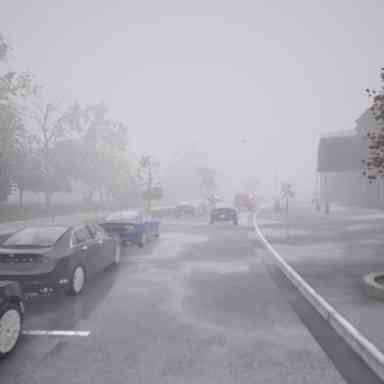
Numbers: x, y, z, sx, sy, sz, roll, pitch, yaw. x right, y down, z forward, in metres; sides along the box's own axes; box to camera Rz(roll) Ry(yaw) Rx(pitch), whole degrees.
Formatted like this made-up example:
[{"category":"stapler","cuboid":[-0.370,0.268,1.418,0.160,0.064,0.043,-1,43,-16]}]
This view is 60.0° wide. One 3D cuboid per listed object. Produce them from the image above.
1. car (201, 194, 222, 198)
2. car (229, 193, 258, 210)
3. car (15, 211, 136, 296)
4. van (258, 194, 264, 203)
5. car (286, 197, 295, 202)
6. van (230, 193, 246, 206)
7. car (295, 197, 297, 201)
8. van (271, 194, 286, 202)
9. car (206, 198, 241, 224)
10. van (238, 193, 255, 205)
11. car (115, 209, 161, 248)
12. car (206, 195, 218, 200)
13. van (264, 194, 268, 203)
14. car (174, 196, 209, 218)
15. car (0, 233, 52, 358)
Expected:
[{"category":"car","cuboid":[2.439,1.253,41.733,2.435,2.045,5.566,-3,-1,16]},{"category":"car","cuboid":[6.597,1.202,42.121,2.150,2.045,5.566,-1,0,17]},{"category":"car","cuboid":[-3.258,1.491,8.692,2.231,1.521,4.892,0,0,4]},{"category":"van","cuboid":[12.685,1.370,67.799,1.878,1.987,4.442,-3,-1,26]},{"category":"car","cuboid":[24.100,1.511,86.898,2.435,2.045,5.566,-3,-1,33]},{"category":"van","cuboid":[8.018,1.315,57.635,1.878,1.987,4.442,-3,-1,20]},{"category":"car","cuboid":[27.384,1.839,91.385,2.002,1.452,4.674,-3,-1,37]},{"category":"van","cuboid":[21.017,1.493,82.339,1.878,1.987,4.442,-3,-1,31]},{"category":"car","cuboid":[2.472,1.472,24.793,1.882,1.535,5.008,0,0,9]},{"category":"van","cuboid":[10.264,1.340,62.759,1.878,1.987,4.442,-3,-1,25]},{"category":"car","cuboid":[-2.716,1.489,14.996,2.097,1.535,5.008,0,0,6]},{"category":"car","cuboid":[0.989,1.505,36.297,2.231,1.521,4.892,-3,0,14]},{"category":"van","cuboid":[15.263,1.407,72.747,1.878,1.987,4.442,-3,-1,27]},{"category":"car","cuboid":[-0.273,1.504,30.850,2.231,1.521,4.892,-3,0,13]},{"category":"car","cuboid":[-3.490,1.505,2.987,2.097,1.535,5.008,0,0,2]}]
